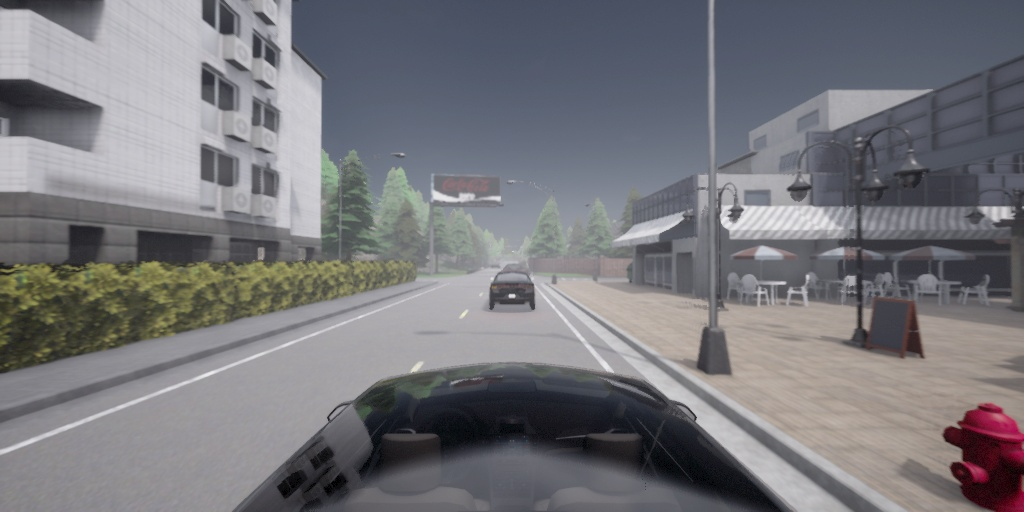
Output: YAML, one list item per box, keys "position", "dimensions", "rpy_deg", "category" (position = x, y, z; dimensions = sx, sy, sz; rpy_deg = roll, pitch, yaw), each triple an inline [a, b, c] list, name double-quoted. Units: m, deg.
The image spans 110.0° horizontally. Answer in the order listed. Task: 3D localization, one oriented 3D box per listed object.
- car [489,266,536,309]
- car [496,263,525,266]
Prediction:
- position: [0.020, 1.382, 16.045]
  dimensions: [1.882, 1.535, 5.008]
  rpy_deg: [0, 0, 0]
  category: "car"
- position: [0.373, 1.420, 30.198]
  dimensions: [2.097, 1.767, 4.553]
  rpy_deg: [0, -1, 9]
  category: "car"
